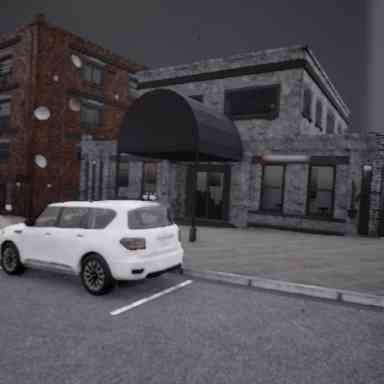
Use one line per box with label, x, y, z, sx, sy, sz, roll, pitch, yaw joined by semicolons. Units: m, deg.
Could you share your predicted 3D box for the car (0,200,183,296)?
car;-2.871;1.242;8.920;5.566;2.045;2.435;0;0;32
